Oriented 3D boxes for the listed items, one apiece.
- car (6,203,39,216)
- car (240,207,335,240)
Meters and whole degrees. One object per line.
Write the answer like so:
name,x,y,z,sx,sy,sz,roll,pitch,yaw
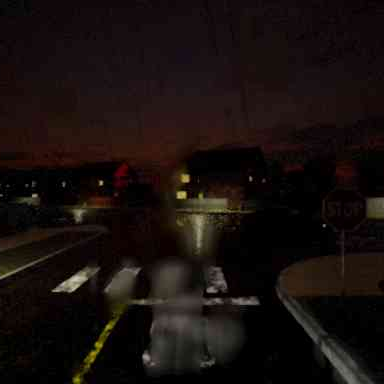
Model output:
car,-16.894,1.686,32.245,4.718,1.301,1.895,0,0,36
car,4.691,1.492,16.758,4.674,1.442,1.812,0,0,36
